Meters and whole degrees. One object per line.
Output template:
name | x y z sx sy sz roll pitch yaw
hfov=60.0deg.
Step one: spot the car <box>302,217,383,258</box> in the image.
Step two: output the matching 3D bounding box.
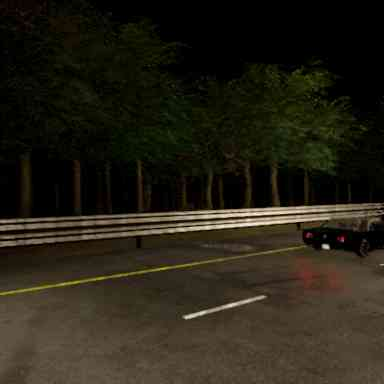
car | 6.430 1.593 12.731 4.718 1.301 1.895 0 0 -35
